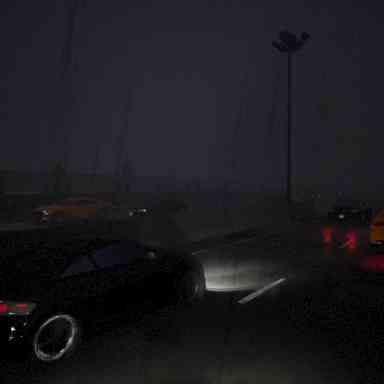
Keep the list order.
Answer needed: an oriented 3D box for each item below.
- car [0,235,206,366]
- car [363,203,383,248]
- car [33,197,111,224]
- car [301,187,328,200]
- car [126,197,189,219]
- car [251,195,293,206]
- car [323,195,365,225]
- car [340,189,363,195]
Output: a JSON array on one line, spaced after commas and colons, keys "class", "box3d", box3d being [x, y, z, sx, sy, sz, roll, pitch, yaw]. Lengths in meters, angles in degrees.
[{"class": "car", "box3d": [-1.578, 1.455, 5.837, 1.994, 1.385, 4.181, 1, 1, 38]}, {"class": "car", "box3d": [8.153, 1.229, 12.615, 1.882, 1.535, 5.008, 1, 1, 38]}, {"class": "car", "box3d": [-7.527, 1.089, 21.289, 1.882, 1.535, 5.008, 1, 1, 38]}, {"class": "car", "box3d": [19.863, 0.208, 53.696, 5.566, 2.045, 2.150, -1, 1, -42]}, {"class": "car", "box3d": [-2.246, 1.077, 22.365, 2.128, 1.511, 4.902, 1, 1, 38]}, {"class": "car", "box3d": [7.000, 1.005, 28.520, 2.033, 1.411, 5.357, 1, 1, 38]}, {"class": "car", "box3d": [9.759, 1.131, 20.360, 1.812, 1.442, 4.674, 1, 1, 38]}, {"class": "car", "box3d": [25.964, 0.315, 54.304, 4.553, 1.767, 2.097, -1, 1, -40]}]
